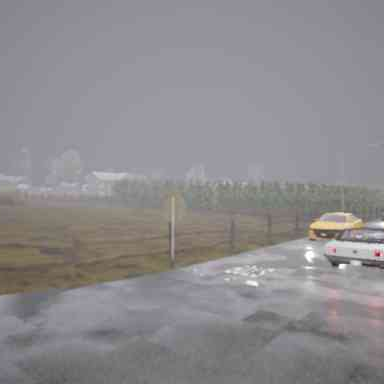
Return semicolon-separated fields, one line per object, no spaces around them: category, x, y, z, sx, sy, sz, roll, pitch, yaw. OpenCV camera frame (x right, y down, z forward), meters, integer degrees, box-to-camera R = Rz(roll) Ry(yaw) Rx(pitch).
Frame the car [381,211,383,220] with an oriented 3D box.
car;21.697;2.373;35.736;2.128;1.511;4.902;-1;-2;39

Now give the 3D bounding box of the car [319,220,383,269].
car;6.239;1.868;11.624;1.895;1.301;4.718;-1;-2;38

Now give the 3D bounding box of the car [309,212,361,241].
car;8.130;1.908;18.620;1.882;1.535;5.008;-1;-1;38
